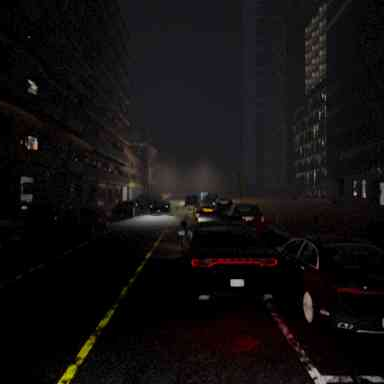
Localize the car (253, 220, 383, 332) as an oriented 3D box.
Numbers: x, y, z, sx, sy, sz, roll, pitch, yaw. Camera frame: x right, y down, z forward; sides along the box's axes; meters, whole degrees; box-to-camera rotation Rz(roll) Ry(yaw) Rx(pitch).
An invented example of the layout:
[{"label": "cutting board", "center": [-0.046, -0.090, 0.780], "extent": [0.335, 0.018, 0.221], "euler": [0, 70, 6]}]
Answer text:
[{"label": "car", "center": [2.702, 1.516, 6.661], "extent": [2.008, 1.369, 4.403], "euler": [1, 0, 0]}]

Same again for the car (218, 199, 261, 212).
[{"label": "car", "center": [2.706, 1.349, 17.800], "extent": [1.967, 1.590, 4.097], "euler": [1, 0, 0]}]

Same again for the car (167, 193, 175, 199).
[{"label": "car", "center": [-5.661, 1.104, 90.208], "extent": [1.887, 1.381, 4.507], "euler": [1, 0, 0]}]

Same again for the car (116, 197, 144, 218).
[{"label": "car", "center": [-5.673, 1.420, 28.943], "extent": [1.947, 1.339, 4.313], "euler": [1, 0, 0]}]

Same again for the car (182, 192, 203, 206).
[{"label": "car", "center": [0.048, 1.122, 46.210], "extent": [2.097, 1.767, 4.553], "euler": [0, 0, 0]}]

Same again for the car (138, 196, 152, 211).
[{"label": "car", "center": [-5.672, 1.377, 34.512], "extent": [2.008, 1.369, 4.403], "euler": [1, 0, 0]}]

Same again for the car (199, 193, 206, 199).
[{"label": "car", "center": [2.720, 1.084, 90.375], "extent": [1.752, 1.417, 4.829], "euler": [1, 0, 0]}]

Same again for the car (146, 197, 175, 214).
[{"label": "car", "center": [-3.086, 1.433, 33.246], "extent": [1.895, 1.301, 4.718], "euler": [0, 0, 0]}]

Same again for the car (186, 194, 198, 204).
[{"label": "car", "center": [0.012, 1.200, 58.630], "extent": [2.128, 1.511, 4.902], "euler": [0, 0, 0]}]

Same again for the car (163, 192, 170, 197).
[{"label": "car", "center": [-5.666, 1.217, 62.190], "extent": [1.752, 1.417, 4.829], "euler": [1, 0, 0]}]

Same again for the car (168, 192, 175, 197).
[{"label": "car", "center": [-5.660, 0.952, 73.498], "extent": [2.192, 1.841, 5.009], "euler": [1, 0, 0]}]

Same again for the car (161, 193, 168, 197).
[{"label": "car", "center": [-5.667, 1.268, 56.790], "extent": [2.008, 1.369, 4.403], "euler": [1, 0, 0]}]

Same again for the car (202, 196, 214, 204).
[{"label": "car", "center": [2.713, 1.299, 56.787], "extent": [1.802, 1.307, 4.206], "euler": [1, 0, 0]}]

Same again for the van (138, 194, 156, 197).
[{"label": "van", "center": [-5.668, 1.140, 40.081], "extent": [1.690, 1.788, 3.998], "euler": [1, 0, 0]}]

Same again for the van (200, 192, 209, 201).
[{"label": "van", "center": [2.719, 0.978, 73.496], "extent": [1.690, 1.788, 3.998], "euler": [1, 0, 0]}]

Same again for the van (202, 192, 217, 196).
[{"label": "van", "center": [2.714, 1.113, 45.648], "extent": [1.690, 1.788, 3.998], "euler": [1, 0, 0]}]

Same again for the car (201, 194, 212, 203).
[{"label": "car", "center": [2.714, 1.215, 62.526], "extent": [1.752, 1.417, 4.829], "euler": [1, 0, 0]}]

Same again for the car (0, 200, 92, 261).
[{"label": "car", "center": [-5.673, 1.252, 12.232], "extent": [2.192, 1.841, 5.009], "euler": [1, 0, 0]}]

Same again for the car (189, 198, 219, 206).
[{"label": "car", "center": [0.884, 1.362, 18.537], "extent": [1.801, 1.575, 5.366], "euler": [0, 0, 0]}]

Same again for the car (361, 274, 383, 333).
[{"label": "car", "center": [2.701, 1.545, 1.093], "extent": [2.008, 1.369, 4.403], "euler": [1, 0, 0]}]

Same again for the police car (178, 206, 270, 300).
[{"label": "police car", "center": [0.686, 1.381, 8.444], "extent": [1.930, 1.638, 5.238], "euler": [0, 0, -2]}]

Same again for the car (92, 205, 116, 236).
[{"label": "car", "center": [-5.676, 1.454, 17.803], "extent": [1.887, 1.381, 4.507], "euler": [1, 0, 0]}]

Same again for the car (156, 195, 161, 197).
[{"label": "car", "center": [-5.669, 1.298, 45.482], "extent": [1.752, 1.417, 4.829], "euler": [1, 0, 0]}]

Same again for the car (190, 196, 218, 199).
[{"label": "car", "center": [0.905, 1.331, 24.538], "extent": [1.801, 1.575, 5.366], "euler": [0, 0, 0]}]
